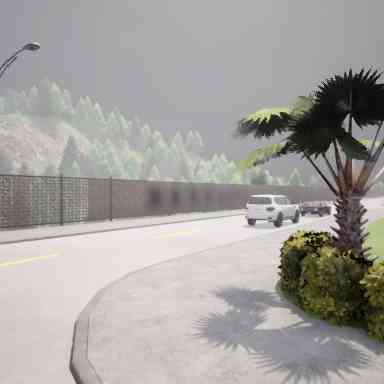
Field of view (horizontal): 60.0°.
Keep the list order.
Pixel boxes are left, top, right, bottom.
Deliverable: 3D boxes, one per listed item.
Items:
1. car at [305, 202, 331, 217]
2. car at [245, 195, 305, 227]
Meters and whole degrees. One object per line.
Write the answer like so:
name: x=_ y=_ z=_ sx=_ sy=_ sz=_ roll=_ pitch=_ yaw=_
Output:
car: x=11.779 y=1.602 z=31.592 sx=1.895 sy=1.301 sz=4.718 roll=0 pitch=0 yaw=35
car: x=5.660 y=1.222 z=23.040 sx=2.150 sy=2.045 sz=5.566 roll=0 pitch=0 yaw=36
